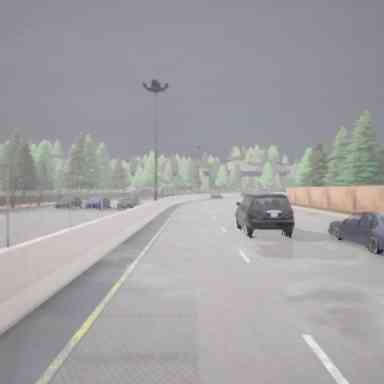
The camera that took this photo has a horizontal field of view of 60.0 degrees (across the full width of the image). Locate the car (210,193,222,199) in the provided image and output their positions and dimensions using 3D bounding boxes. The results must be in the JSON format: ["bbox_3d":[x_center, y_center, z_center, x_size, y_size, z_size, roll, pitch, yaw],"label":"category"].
[{"bbox_3d":[5.758,0.925,78.363,1.812,1.442,4.674,0,0,22],"label":"car"}]

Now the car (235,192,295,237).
[{"bbox_3d":[3.611,1.088,17.287,2.150,2.045,5.566,0,0,0],"label":"car"}]

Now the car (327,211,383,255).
[{"bbox_3d":[7.108,1.448,12.779,2.033,1.411,5.357,0,0,0],"label":"car"}]
